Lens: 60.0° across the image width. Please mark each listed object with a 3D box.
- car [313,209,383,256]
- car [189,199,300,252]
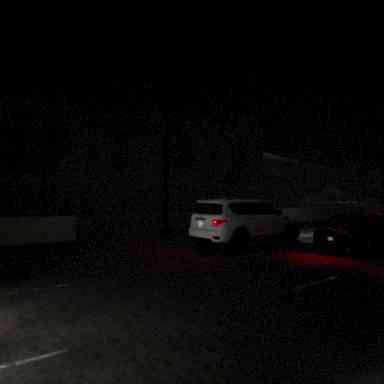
[{"bbox_3d":[7.006,1.588,13.787,5.008,1.535,1.882,1,0,-39],"label":"car"},{"bbox_3d":[2.415,1.309,14.536,5.566,2.045,2.150,1,0,-39],"label":"car"}]
